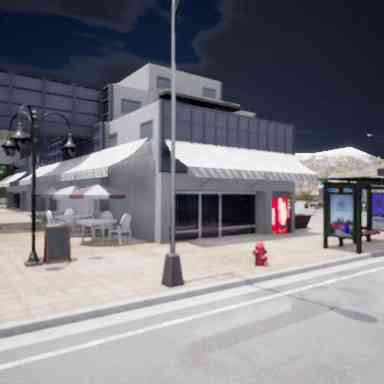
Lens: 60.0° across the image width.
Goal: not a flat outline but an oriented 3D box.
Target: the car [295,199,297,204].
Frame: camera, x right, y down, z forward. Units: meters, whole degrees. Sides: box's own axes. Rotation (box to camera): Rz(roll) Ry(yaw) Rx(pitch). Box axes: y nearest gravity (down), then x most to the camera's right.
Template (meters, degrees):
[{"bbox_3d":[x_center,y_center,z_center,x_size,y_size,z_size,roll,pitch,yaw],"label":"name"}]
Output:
[{"bbox_3d":[22.051,1.926,74.652,3.633,1.501,1.845,0,0,-36],"label":"car"}]

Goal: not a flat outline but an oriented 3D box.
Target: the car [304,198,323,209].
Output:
[{"bbox_3d":[18.562,1.637,48.391,5.027,1.636,2.152,0,0,-36],"label":"car"}]
